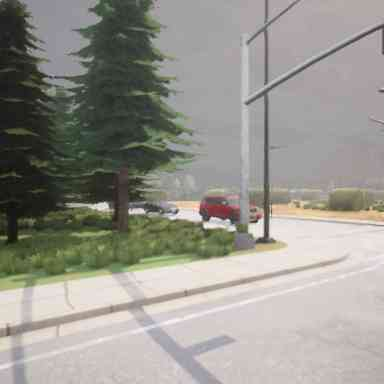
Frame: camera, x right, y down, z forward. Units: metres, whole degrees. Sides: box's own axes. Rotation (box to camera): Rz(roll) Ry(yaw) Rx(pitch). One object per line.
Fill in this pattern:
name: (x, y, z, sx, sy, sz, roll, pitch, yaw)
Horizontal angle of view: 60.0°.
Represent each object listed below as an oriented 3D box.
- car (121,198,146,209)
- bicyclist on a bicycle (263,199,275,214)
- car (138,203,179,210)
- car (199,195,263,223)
car: (-8.420, 1.613, 47.757, 1.994, 1.385, 4.181, 0, 0, -34)
bicyclist on a bicycle: (7.289, 1.353, 31.569, 1.656, 1.620, 0.582, 0, 0, -34)
car: (-3.107, 1.536, 33.493, 2.128, 1.511, 4.902, 0, 0, -34)
car: (2.732, 1.266, 24.987, 2.150, 2.045, 5.566, 0, 0, -34)
